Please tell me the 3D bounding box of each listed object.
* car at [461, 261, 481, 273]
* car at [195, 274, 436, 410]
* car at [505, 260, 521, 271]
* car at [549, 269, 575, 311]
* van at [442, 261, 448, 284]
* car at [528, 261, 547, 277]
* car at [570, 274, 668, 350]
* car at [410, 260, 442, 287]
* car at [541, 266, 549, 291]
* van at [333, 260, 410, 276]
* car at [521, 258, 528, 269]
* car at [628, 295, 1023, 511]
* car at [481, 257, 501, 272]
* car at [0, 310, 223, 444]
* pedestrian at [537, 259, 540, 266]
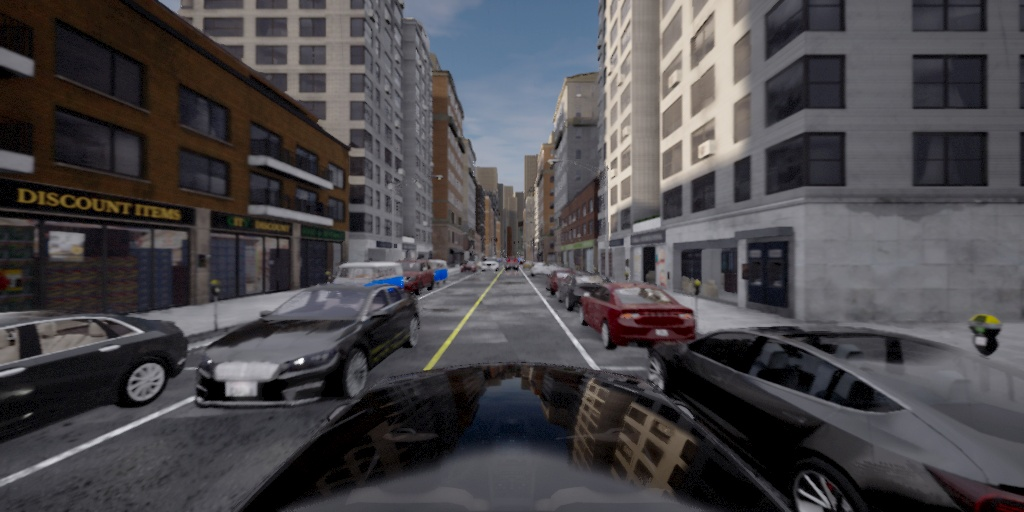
[{"bbox_3d":[-5.684,1.384,47.736,1.967,1.591,4.097,0,0,0],"label":"car"},{"bbox_3d":[-3.057,1.265,6.529,2.128,1.511,4.902,0,0,0],"label":"car"},{"bbox_3d":[0.001,1.585,53.404,1.895,1.301,4.718,0,0,0],"label":"car"},{"bbox_3d":[2.853,1.359,14.583,2.007,1.370,4.403,0,0,0],"label":"car"},{"bbox_3d":[-5.674,1.196,25.632,1.690,1.789,3.998,0,0,0],"label":"van"},{"bbox_3d":[2.987,1.433,38.147,1.812,1.442,4.674,0,0,0],"label":"car"},{"bbox_3d":[2.854,1.329,9.058,1.888,1.381,4.507,0,0,0],"label":"car"},{"bbox_3d":[-5.675,1.147,20.107,2.192,1.841,5.009,0,0,0],"label":"car"},{"bbox_3d":[2.851,1.414,20.109,1.802,1.307,4.207,0,0,0],"label":"car"},{"bbox_3d":[-5.673,1.149,14.581,1.690,1.789,3.998,0,0,0],"label":"van"},{"bbox_3d":[2.836,1.539,64.485,1.751,1.417,4.829,0,0,0],"label":"car"},{"bbox_3d":[2.856,1.324,3.531,1.948,1.339,4.313,0,0,0],"label":"car"},{"bbox_3d":[-3.081,1.179,50.661,2.150,2.045,5.566,0,0,0],"label":"car"},{"bbox_3d":[-5.670,1.309,3.530,2.007,1.370,4.403,0,0,0],"label":"car"},{"bbox_3d":[2.986,1.211,40.983,0.375,1.860,0.375,0,0,-10],"label":"pedestrian"}]
